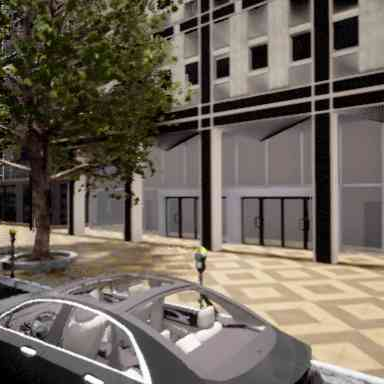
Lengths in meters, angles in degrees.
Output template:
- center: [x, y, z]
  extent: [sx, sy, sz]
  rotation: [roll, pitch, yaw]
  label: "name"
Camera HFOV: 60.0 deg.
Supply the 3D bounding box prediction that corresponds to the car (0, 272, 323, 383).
- center: [-0.955, 1.580, 3.552]
  extent: [4.403, 1.369, 2.008]
  rotation: [-1, 0, 35]
  label: "car"
